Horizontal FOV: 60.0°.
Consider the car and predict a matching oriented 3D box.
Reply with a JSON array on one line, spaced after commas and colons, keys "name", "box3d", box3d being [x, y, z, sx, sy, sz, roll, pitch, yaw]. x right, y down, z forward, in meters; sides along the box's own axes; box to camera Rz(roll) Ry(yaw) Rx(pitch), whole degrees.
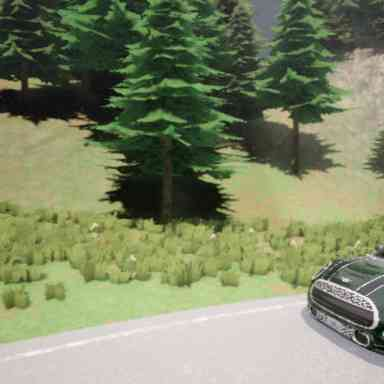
[{"name": "car", "box3d": [4.284, 1.411, 5.540, 4.553, 1.767, 2.097, 1, 0, -16]}]
